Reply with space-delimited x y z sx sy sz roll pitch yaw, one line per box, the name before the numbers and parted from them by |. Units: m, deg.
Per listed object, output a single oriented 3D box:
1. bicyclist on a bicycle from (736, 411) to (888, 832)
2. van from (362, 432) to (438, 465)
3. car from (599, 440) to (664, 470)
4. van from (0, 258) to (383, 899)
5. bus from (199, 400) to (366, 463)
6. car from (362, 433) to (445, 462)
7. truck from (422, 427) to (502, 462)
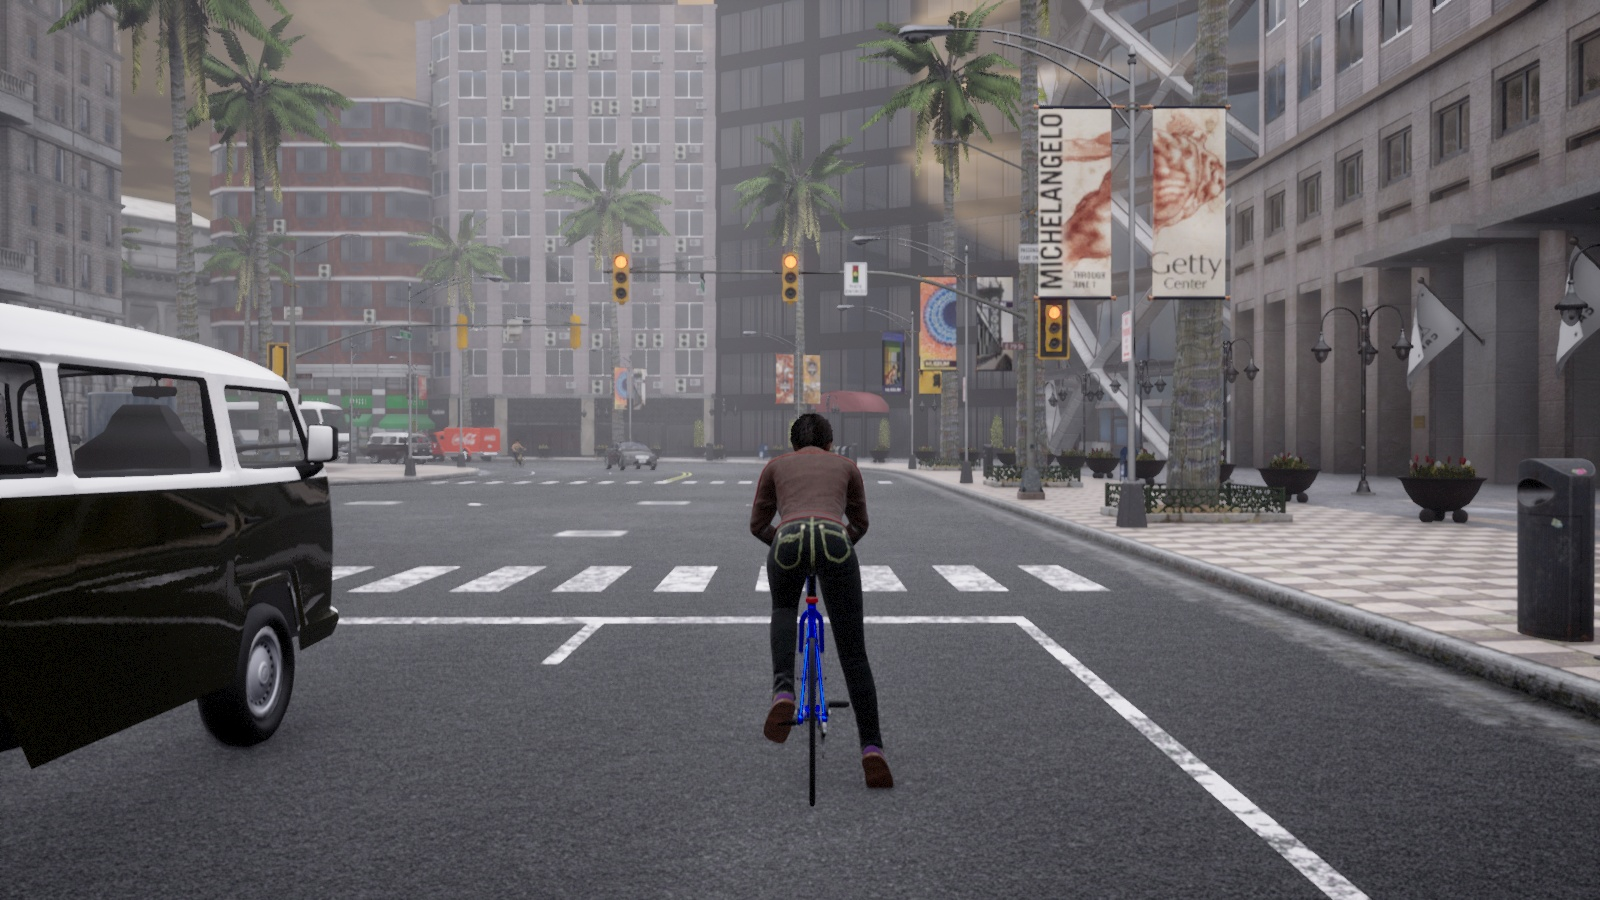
bicyclist on a bicycle | 0.052 0.658 5.655 0.582 1.620 1.656 0 0 0
van | -25.156 -0.119 78.988 4.480 2.038 2.069 0 0 31
car | -8.692 0.232 64.428 2.128 1.511 4.902 0 0 -22
van | -3.447 0.431 4.999 2.069 2.038 4.480 0 0 0
bus | -35.961 -1.288 87.442 10.273 4.253 3.944 0 0 11
car | -27.889 -0.193 88.357 5.566 2.045 2.150 0 0 25
truck | -24.393 -0.412 90.589 5.204 2.467 2.627 0 0 27
